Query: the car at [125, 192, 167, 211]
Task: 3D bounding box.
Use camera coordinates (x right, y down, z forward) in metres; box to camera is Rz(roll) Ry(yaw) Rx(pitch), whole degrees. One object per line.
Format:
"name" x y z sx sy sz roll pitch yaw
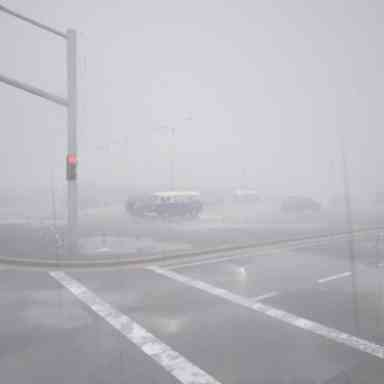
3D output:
"car" -5.948 1.061 42.157 4.605 1.855 1.932 0 0 -35

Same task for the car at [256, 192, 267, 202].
"car" 15.743 1.099 67.915 3.806 1.475 1.970 0 0 -35

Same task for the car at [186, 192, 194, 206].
"car" 1.506 1.177 57.797 3.905 1.438 1.784 0 0 -35

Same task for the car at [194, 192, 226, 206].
"car" 3.128 0.967 55.396 4.605 1.855 1.932 0 0 -35

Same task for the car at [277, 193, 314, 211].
"car" 12.976 1.207 41.665 3.806 1.475 1.970 0 0 -35

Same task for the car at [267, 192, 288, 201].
"car" 17.408 0.859 65.546 3.866 1.878 1.905 0 0 -35

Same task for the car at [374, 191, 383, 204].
"car" 28.788 0.857 49.559 3.866 1.878 1.905 0 0 -35

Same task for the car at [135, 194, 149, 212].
"car" -4.354 1.271 39.997 3.905 1.438 1.784 0 0 -35

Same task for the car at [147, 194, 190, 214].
"car" -2.680 1.302 37.635 3.806 1.475 1.970 0 0 -35
